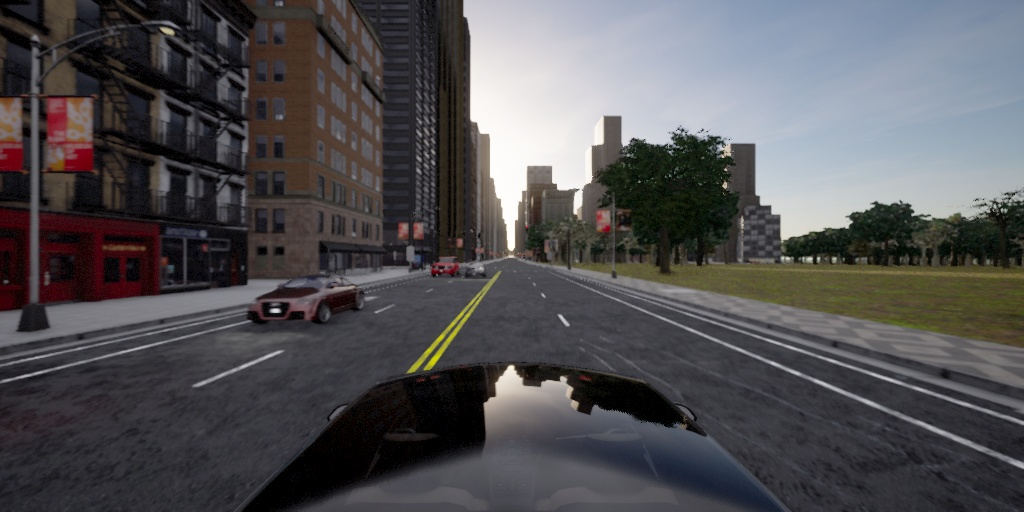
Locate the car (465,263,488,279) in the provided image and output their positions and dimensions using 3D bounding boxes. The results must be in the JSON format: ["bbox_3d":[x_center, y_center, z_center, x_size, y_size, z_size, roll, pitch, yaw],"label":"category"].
[{"bbox_3d":[-3.346,1.353,34.063,1.812,1.442,4.674,0,0,0],"label":"car"}]

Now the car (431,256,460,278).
[{"bbox_3d":[-6.590,1.057,36.208,2.150,2.045,5.566,0,0,0],"label":"car"}]

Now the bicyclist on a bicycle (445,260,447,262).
[{"bbox_3d":[-8.760,1.316,48.277,0.582,1.620,1.656,0,0,0],"label":"bicyclist on a bicycle"}]

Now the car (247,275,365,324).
[{"bbox_3d":[-6.567,1.338,11.942,1.994,1.385,4.181,0,0,0],"label":"car"}]
